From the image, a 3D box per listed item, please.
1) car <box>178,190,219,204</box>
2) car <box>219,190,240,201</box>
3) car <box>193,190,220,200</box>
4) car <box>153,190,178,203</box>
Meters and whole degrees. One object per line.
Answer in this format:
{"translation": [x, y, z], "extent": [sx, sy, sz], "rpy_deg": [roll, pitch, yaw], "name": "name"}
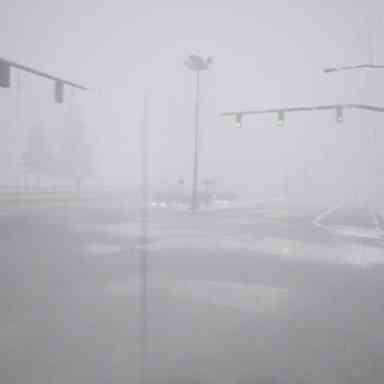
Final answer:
{"translation": [0.793, 0.521, 36.503], "extent": [1.837, 1.490, 4.892], "rpy_deg": [2, 2, 28], "name": "car"}
{"translation": [4.941, 0.480, 44.386], "extent": [1.994, 1.385, 4.181], "rpy_deg": [2, 2, 29], "name": "car"}
{"translation": [2.151, 0.380, 46.627], "extent": [1.895, 1.301, 4.718], "rpy_deg": [2, 2, 28], "name": "car"}
{"translation": [-2.301, 0.434, 38.139], "extent": [2.033, 1.411, 5.357], "rpy_deg": [2, 2, 28], "name": "car"}
